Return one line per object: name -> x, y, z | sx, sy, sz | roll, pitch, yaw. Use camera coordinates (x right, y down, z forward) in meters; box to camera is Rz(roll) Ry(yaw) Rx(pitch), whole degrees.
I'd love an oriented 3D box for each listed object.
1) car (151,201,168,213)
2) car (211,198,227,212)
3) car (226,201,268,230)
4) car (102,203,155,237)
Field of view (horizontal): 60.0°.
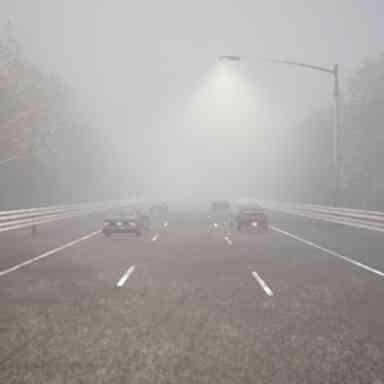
car -> -3.675, 1.634, 36.810 | 1.895, 1.301, 4.718 | 0, 0, -1
car -> 3.288, 1.512, 39.253 | 1.882, 1.535, 5.008 | 0, 0, -1
car -> 3.503, 1.529, 21.119 | 1.837, 1.490, 4.892 | 0, 0, 0
car -> -3.472, 1.568, 18.262 | 2.033, 1.411, 5.357 | 0, 0, 0
